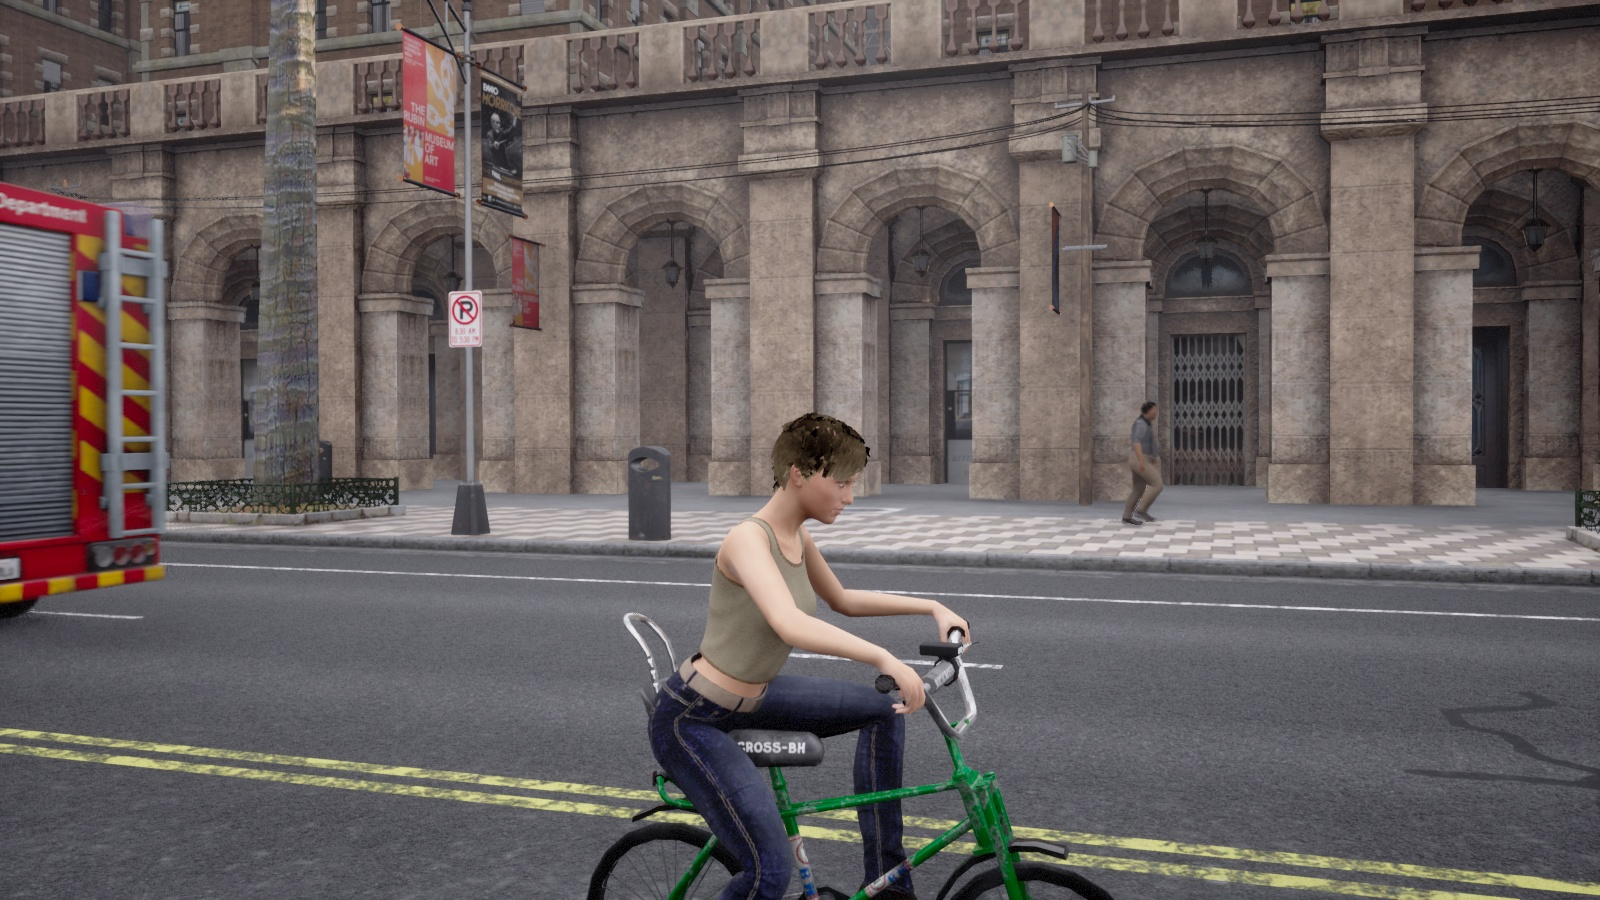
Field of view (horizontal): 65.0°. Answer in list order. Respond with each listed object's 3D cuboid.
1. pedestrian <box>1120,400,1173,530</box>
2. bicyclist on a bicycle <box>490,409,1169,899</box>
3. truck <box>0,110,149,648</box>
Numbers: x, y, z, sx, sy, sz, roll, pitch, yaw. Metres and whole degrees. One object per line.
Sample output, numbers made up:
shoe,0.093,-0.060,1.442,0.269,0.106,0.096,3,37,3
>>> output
pedestrian,5.040,0.210,18.254,0.694,1.848,0.540,1,1,18
bicyclist on a bicycle,0.116,0.713,3.158,1.509,1.612,0.866,1,1,19
truck,-9.755,-0.538,10.164,8.468,3.827,2.891,1,1,19
